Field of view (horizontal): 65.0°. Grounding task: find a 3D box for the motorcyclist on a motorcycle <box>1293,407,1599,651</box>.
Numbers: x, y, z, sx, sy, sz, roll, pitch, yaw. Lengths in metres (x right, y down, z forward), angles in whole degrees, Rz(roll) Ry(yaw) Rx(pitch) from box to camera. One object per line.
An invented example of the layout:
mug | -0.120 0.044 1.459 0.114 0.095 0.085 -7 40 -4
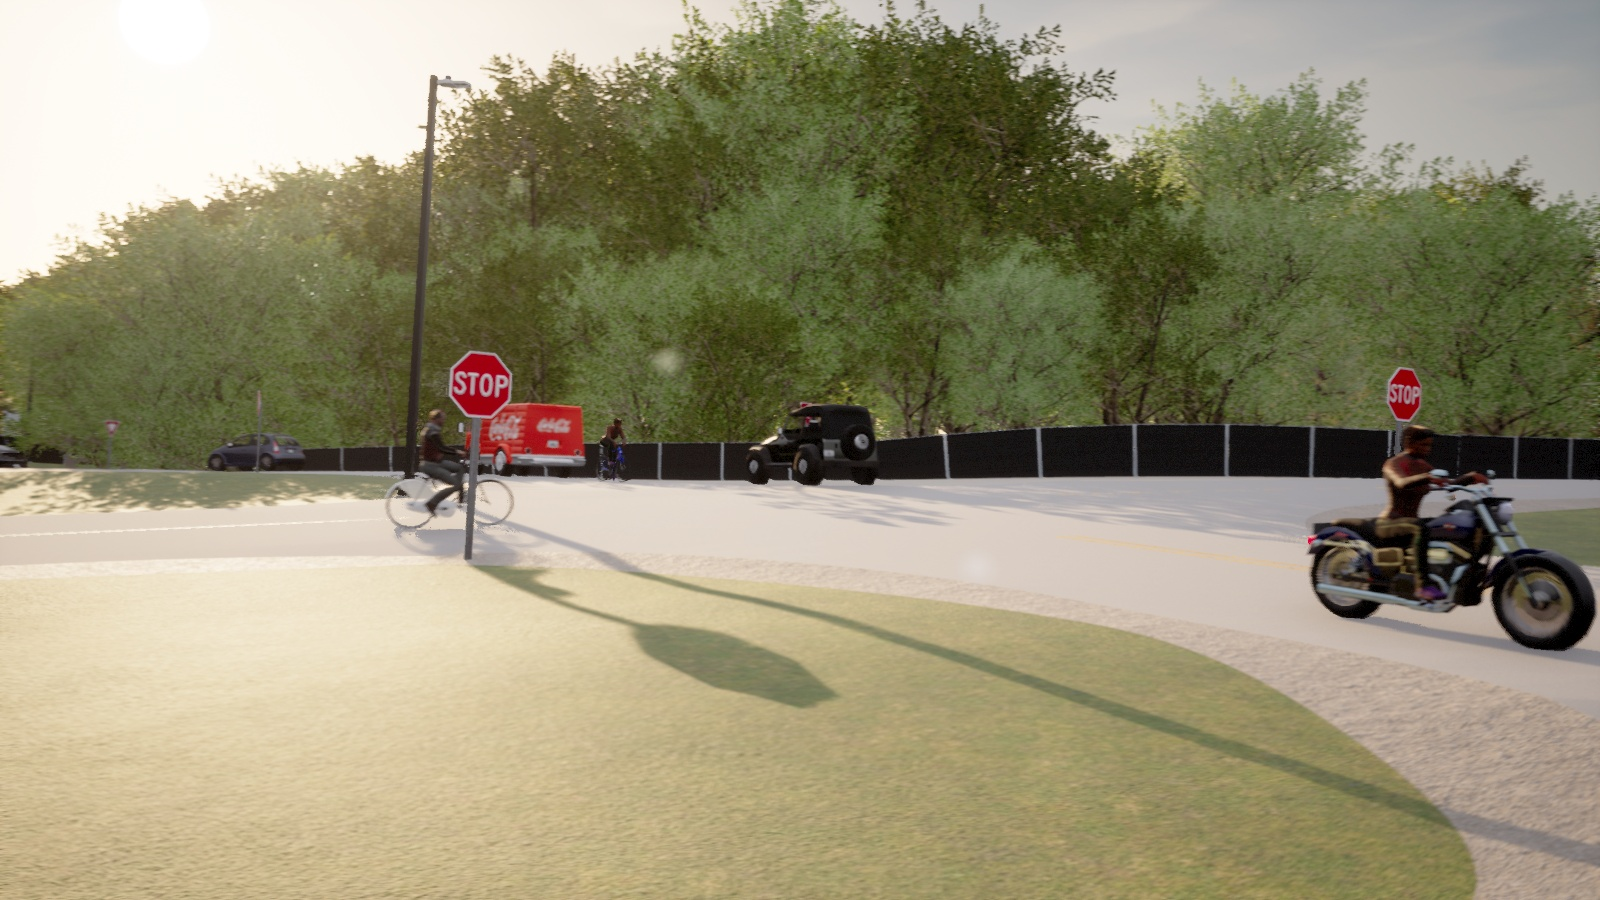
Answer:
motorcyclist on a motorcycle | 5.037 0.511 9.697 0.766 1.649 2.350 -1 1 -28

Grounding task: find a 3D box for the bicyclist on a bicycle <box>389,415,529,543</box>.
bicyclist on a bicycle | -5.025 0.395 18.548 1.843 1.776 0.659 -3 2 -25

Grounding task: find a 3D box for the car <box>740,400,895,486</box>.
car | 0.353 -0.110 30.118 1.905 1.878 3.866 0 -2 -32

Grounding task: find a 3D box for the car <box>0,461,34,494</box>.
car | -37.269 1.274 56.642 4.892 1.490 1.837 -1 -1 17

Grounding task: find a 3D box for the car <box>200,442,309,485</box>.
car | -22.796 0.558 52.482 3.988 1.617 1.851 -2 -1 21

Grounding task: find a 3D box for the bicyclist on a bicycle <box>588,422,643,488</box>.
bicyclist on a bicycle | -4.660 0.126 31.605 0.582 1.620 1.656 0 0 -39

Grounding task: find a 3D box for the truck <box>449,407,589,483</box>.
truck | -9.776 -0.097 43.474 2.627 2.467 5.204 1 -2 -40
